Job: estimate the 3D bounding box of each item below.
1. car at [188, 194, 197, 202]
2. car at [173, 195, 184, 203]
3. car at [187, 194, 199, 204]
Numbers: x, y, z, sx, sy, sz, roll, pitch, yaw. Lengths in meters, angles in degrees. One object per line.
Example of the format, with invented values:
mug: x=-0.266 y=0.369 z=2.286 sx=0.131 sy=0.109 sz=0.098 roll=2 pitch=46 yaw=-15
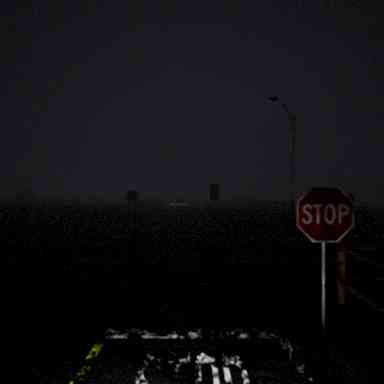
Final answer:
car: x=0.154 y=1.277 z=71.789 sx=1.837 sy=1.490 sz=4.892 roll=0 pitch=0 yaw=0
car: x=-2.610 y=1.426 z=65.962 sx=1.882 sy=1.535 sz=5.008 roll=0 pitch=0 yaw=0
car: x=0.133 y=1.477 z=61.783 sx=1.812 sy=1.442 sz=4.674 roll=0 pitch=0 yaw=0
